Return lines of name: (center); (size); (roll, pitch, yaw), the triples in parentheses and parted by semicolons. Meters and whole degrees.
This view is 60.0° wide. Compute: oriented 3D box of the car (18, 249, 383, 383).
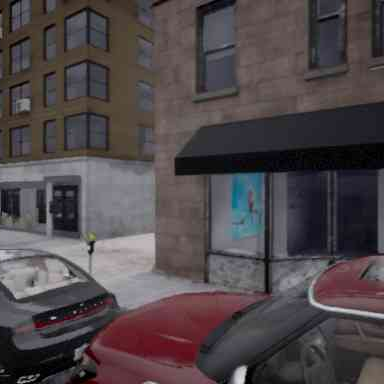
car: (1.416, 1.315, 1.881); (5.009, 1.841, 2.192); (0, 0, 36)

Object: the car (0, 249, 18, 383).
car: (-2.988, 1.548, 5.017); (4.403, 1.369, 2.008); (0, 0, 36)
